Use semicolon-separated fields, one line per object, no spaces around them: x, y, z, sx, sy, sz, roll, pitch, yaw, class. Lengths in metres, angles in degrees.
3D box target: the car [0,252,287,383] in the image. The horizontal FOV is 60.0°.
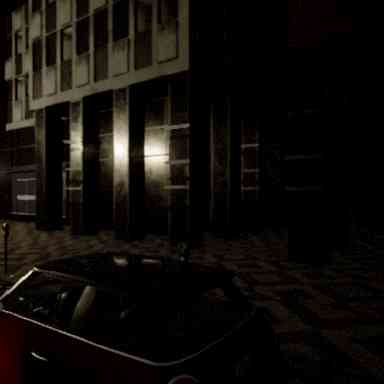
-1.168;1.427;3.783;4.097;1.590;1.967;0;0;35;car
